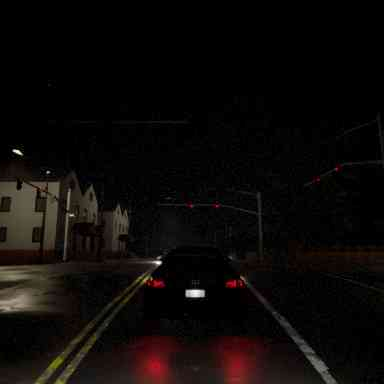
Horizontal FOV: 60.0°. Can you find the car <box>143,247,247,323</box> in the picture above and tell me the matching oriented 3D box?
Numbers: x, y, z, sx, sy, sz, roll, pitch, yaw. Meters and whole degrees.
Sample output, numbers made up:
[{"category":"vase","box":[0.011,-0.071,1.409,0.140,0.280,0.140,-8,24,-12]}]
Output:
[{"category":"car","box":[0.067,1.982,7.853,1.994,1.385,4.181,0,-7,0]}]

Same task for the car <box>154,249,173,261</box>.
[{"category":"car","box":[-3.630,8.293,43.564,2.128,1.511,4.902,0,-11,0]}]

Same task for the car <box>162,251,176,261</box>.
[{"category":"car","box":[-3.630,10.082,52.773,1.837,1.490,4.892,0,-11,0]}]

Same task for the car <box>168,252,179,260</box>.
[{"category":"car","box":[-3.585,12.644,65.747,1.994,1.385,4.181,0,-11,0]}]
